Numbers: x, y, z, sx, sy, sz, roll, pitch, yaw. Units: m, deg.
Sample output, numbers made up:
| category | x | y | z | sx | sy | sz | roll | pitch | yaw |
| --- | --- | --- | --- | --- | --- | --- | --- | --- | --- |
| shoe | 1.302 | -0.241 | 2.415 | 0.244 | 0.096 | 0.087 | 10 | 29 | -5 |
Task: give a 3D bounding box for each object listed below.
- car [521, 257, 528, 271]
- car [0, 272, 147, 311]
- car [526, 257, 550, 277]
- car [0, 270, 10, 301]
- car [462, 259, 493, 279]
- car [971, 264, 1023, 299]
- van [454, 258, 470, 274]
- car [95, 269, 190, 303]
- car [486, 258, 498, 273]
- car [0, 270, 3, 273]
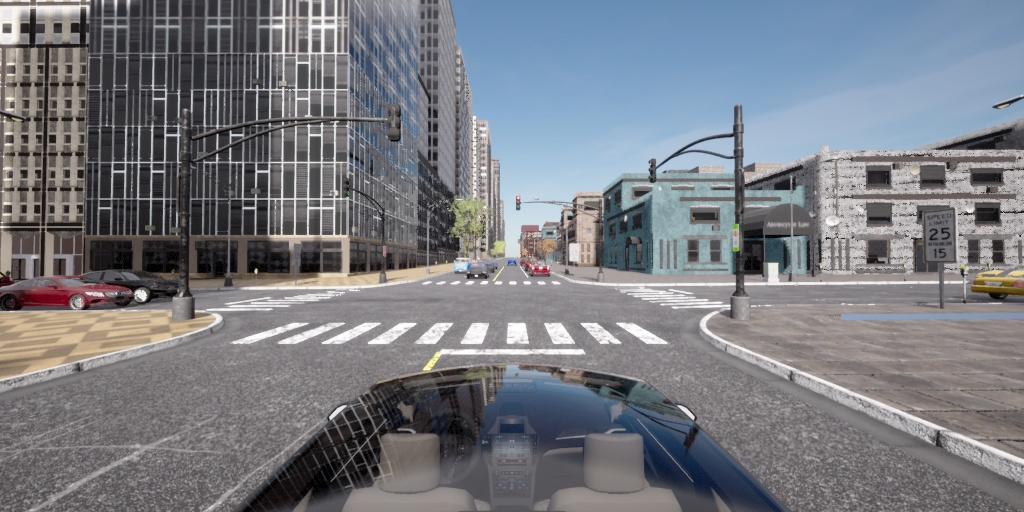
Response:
| category | x | y | z | sx | sy | sz | roll | pitch | yaw |
| --- | --- | --- | --- | --- | --- | --- | --- | --- | --- |
| car | 2.704 | 1.070 | 47.215 | 2.192 | 1.841 | 5.009 | 0 | 0 | 0 |
| car | -17.416 | 1.413 | 14.033 | 4.207 | 1.307 | 1.802 | 0 | 0 | 1 |
| car | 2.701 | 1.195 | 35.867 | 1.967 | 1.591 | 4.097 | 0 | 0 | 0 |
| car | -27.386 | 1.465 | 16.738 | 4.902 | 1.511 | 2.128 | -1 | -1 | 1 |
| car | -3.076 | 1.302 | 33.058 | 2.033 | 1.411 | 5.357 | 0 | 0 | -1 |
| car | 20.693 | 0.994 | 13.657 | 4.829 | 1.417 | 1.751 | 0 | 0 | 1 |
| van | -5.679 | 1.096 | 41.505 | 1.690 | 1.789 | 3.998 | 0 | 0 | 0 |
| car | -17.889 | 1.359 | 16.645 | 5.008 | 1.535 | 1.882 | -1 | -1 | 0 |
| car | -3.083 | 1.319 | 42.937 | 1.994 | 1.385 | 4.181 | 0 | 0 | 0 |
| car | -23.099 | 1.325 | 14.090 | 4.097 | 1.591 | 1.967 | 0 | 0 | 1 |
